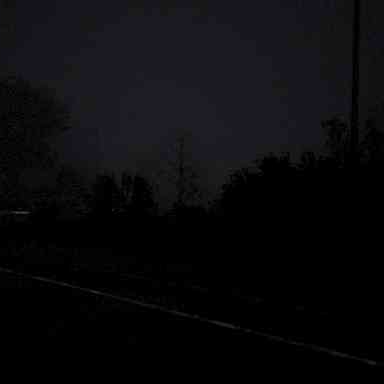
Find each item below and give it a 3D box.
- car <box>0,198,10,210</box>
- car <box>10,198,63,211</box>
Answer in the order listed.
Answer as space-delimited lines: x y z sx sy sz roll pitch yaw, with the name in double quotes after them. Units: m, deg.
-21.170 1.290 34.776 1.895 1.301 4.718 1 -1 20 "car"
-16.725 1.417 36.740 2.033 1.411 5.357 1 -2 20 "car"
